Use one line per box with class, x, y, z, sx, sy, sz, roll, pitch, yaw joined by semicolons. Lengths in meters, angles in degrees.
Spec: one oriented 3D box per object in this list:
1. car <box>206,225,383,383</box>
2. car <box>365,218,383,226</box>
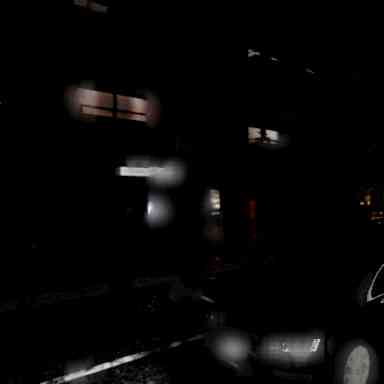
car;2.441;1.516;5.111;4.892;1.490;1.837;0;0;-35
car;6.935;1.579;11.509;4.403;1.369;2.008;0;0;-35
